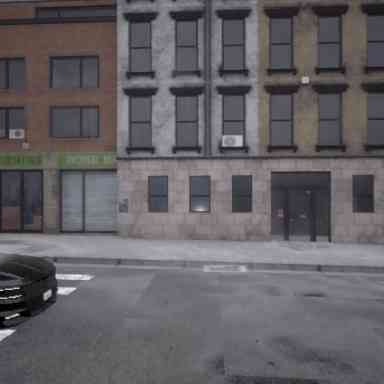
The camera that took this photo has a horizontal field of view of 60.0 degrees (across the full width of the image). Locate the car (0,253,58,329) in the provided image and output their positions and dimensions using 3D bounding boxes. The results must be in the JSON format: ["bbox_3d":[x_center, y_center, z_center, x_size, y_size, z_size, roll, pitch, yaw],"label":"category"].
[{"bbox_3d":[-4.870,1.378,5.628,5.008,1.535,1.882,1,0,3],"label":"car"}]
